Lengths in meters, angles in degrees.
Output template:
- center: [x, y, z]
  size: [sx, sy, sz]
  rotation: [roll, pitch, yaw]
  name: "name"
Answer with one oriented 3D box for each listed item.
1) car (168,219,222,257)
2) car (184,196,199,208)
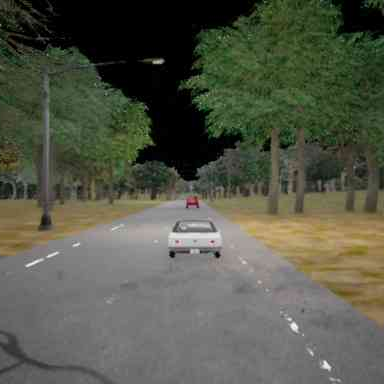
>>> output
- center: [0.098, 1.737, 13.482]
  size: [1.895, 1.301, 4.718]
  rotation: [0, -1, 0]
  name: "car"
- center: [0.094, 1.700, 58.208]
  size: [2.150, 2.045, 5.566]
  rotation: [0, -1, 0]
  name: "car"
